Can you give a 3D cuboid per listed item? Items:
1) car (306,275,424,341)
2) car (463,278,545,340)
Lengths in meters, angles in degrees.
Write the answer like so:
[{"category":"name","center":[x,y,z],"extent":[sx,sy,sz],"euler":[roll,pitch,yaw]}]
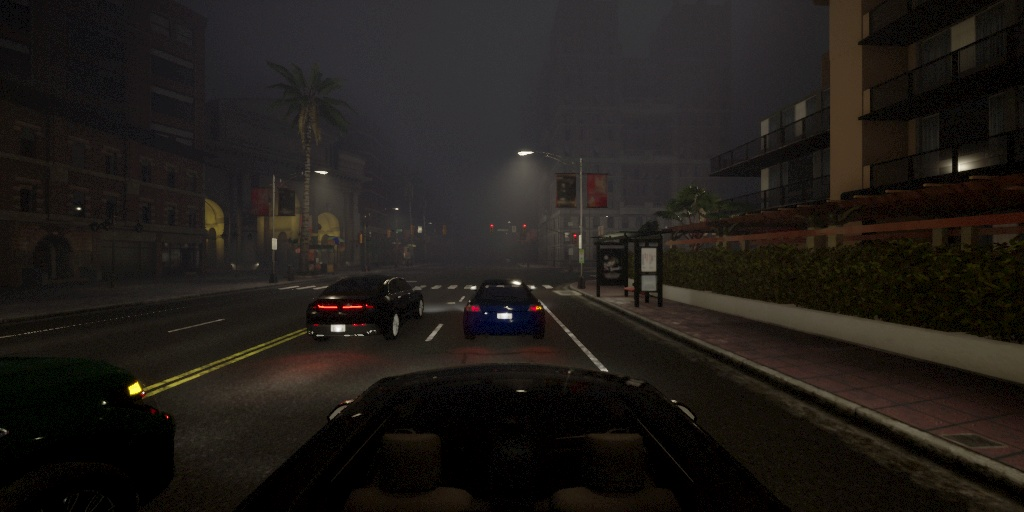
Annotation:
[{"category":"car","center":[-3.725,1.255,9.879],"extent":[1.837,1.490,4.892],"euler":[0,0,-3]},{"category":"car","center":[-0.236,1.314,10.035],"extent":[1.994,1.385,4.181],"euler":[0,0,-2]}]
